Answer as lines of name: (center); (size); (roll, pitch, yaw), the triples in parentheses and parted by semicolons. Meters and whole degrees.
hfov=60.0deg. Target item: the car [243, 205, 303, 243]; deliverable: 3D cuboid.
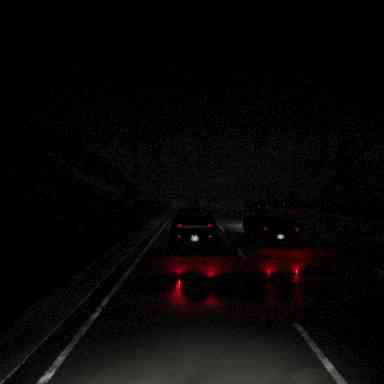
car: (3.600, 1.522, 15.735); (1.895, 1.301, 4.718); (0, 0, 0)

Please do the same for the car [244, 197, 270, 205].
car: (7.094, 1.340, 37.443); (1.812, 1.442, 4.674); (0, 0, 0)

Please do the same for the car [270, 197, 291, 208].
car: (10.592, 1.325, 40.439); (1.812, 1.442, 4.674); (0, 0, 0)

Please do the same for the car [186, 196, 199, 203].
car: (0.035, 1.299, 50.050); (2.033, 1.411, 5.357); (0, 0, -2)

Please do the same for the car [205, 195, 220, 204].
car: (3.309, 1.237, 53.873); (1.837, 1.490, 4.892); (1, 0, -4)

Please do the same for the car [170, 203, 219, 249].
car: (0.099, 1.420, 14.097); (2.128, 1.511, 4.902); (0, 0, 0)
